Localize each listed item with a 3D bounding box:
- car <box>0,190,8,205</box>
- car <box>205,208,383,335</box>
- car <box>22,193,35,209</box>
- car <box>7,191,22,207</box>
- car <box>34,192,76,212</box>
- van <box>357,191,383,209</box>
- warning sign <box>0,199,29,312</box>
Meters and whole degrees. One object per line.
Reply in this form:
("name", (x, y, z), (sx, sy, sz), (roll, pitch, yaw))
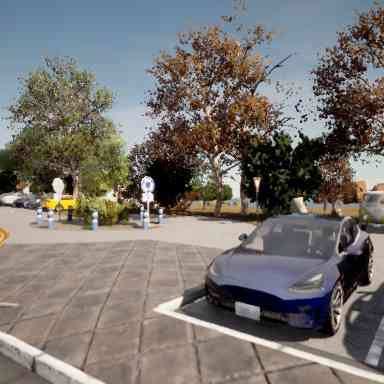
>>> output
("car", (-18.913, 0.831, 37.534), (2.002, 1.452, 4.674), (2, 1, 36))
("car", (2.152, 1.182, 6.369), (2.163, 1.488, 4.792), (2, 1, 36))
("car", (-14.508, 0.840, 34.378), (2.185, 1.767, 4.553), (2, 1, 36))
("car", (-16.688, 0.910, 35.886), (2.163, 1.488, 4.792), (2, 1, 36))
("car", (-12.291, 1.055, 32.724), (2.097, 1.535, 5.008), (2, 1, 36))
("van", (9.726, 0.921, 16.913), (1.878, 1.987, 4.442), (2, 2, 36))
("warning sign", (-3.780, 1.105, 5.710), (1.060, 1.860, 1.300), (-3, 1, 35))
